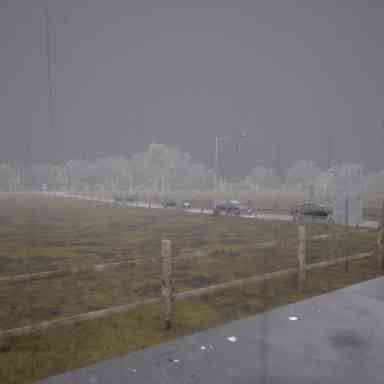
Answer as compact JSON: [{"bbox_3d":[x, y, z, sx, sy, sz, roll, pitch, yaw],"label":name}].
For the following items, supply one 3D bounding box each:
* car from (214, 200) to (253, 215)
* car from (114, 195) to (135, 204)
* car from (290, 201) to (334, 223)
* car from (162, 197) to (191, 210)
[{"bbox_3d":[4.081,1.519,33.669,1.812,1.442,4.674,1,-1,-36],"label":"car"},{"bbox_3d":[-11.235,1.195,55.184,1.895,1.301,4.718,1,1,-36],"label":"car"},{"bbox_3d":[9.854,1.488,25.553,2.128,1.511,4.902,1,-1,-34],"label":"car"},{"bbox_3d":[-1.968,1.393,42.109,2.128,1.511,4.902,1,0,-36],"label":"car"}]
